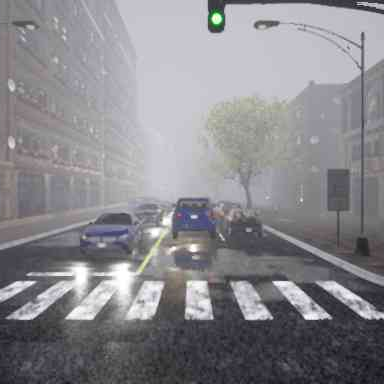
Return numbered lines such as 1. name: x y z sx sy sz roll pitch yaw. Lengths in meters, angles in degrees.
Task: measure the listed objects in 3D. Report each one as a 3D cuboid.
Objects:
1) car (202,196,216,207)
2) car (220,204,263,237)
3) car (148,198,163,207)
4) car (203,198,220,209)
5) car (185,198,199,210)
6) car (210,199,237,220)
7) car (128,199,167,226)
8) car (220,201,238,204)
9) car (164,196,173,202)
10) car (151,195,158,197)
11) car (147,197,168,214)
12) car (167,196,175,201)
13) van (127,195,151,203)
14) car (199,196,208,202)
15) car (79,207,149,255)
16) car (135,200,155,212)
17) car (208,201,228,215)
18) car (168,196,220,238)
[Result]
1. car: 2.681 1.521 52.121 1.967 1.590 4.097 0 0 0
2. car: 2.687 1.571 17.940 2.008 1.369 4.403 0 0 0
3. car: -5.699 1.647 52.122 1.947 1.339 4.313 0 0 0
4. car: 2.682 1.619 46.424 2.008 1.369 4.403 0 0 0
5. car: 0.002 1.592 45.759 1.812 1.442 4.674 0 0 0
6. car: 2.685 1.477 29.334 1.967 1.590 4.097 0 0 0
7. car: -3.092 1.534 23.967 1.837 1.490 4.892 0 0 0
8. car: 2.686 1.469 23.637 1.967 1.590 4.097 0 0 0
9. car: -5.704 1.703 80.606 1.887 1.381 4.507 0 0 0
10. car: -5.699 1.383 46.425 2.192 1.841 5.009 0 0 0
11. car: -3.087 1.537 34.692 2.128 1.511 4.902 0 0 0
12. car: -5.706 1.761 91.998 1.947 1.339 4.313 0 0 0
13. van: -5.697 1.386 35.031 1.690 1.788 3.998 0 0 0
14. car: 2.677 1.709 80.605 2.008 1.369 4.403 0 0 0
15. car: -3.069 1.540 13.545 1.812 1.442 4.674 0 0 -1
16. car: -5.698 1.638 40.728 1.802 1.307 4.206 0 0 0
17. car: 2.684 1.628 35.031 1.802 1.307 4.206 0 0 0
18. car: 0.098 1.242 17.945 2.150 2.045 5.566 0 0 0
